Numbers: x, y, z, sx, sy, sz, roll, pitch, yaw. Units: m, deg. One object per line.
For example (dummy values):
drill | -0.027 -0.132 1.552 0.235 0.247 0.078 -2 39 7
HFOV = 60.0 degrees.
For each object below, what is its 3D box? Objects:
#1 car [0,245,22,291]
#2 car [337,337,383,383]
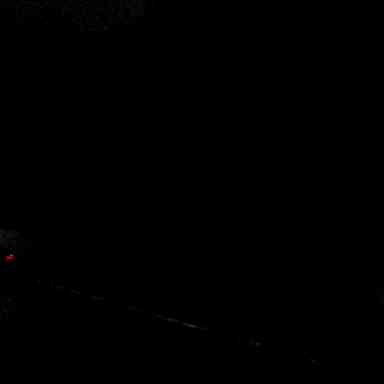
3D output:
car | -5.808 1.514 7.685 4.181 1.385 1.994 0 0 35
car | 3.156 1.434 1.315 4.856 1.649 2.033 0 0 35
